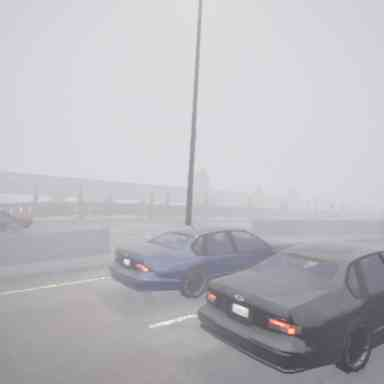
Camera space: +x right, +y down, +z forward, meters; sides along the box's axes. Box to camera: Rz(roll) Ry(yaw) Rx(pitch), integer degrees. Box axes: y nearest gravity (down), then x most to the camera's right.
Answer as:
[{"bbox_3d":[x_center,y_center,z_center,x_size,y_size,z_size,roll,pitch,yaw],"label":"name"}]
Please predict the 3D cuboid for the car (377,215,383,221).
[{"bbox_3d":[19.527,3.005,30.801,4.718,1.301,1.895,4,-2,-35],"label":"car"}]

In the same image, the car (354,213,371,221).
[{"bbox_3d":[21.873,3.379,41.058,4.674,1.442,1.812,4,-2,-35],"label":"car"}]

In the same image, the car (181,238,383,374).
[{"bbox_3d":[2.648,1.573,5.633,5.357,1.411,2.033,1,-1,-35],"label":"car"}]

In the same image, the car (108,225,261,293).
[{"bbox_3d":[0.654,1.574,8.510,5.357,1.411,2.033,1,-1,-35],"label":"car"}]

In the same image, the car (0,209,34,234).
[{"bbox_3d":[-11.088,1.598,17.577,4.718,1.301,1.895,0,0,-35],"label":"car"}]

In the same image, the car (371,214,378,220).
[{"bbox_3d":[22.656,3.258,37.312,4.902,1.511,2.128,4,-2,-35],"label":"car"}]
